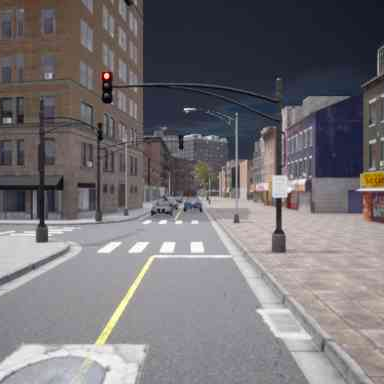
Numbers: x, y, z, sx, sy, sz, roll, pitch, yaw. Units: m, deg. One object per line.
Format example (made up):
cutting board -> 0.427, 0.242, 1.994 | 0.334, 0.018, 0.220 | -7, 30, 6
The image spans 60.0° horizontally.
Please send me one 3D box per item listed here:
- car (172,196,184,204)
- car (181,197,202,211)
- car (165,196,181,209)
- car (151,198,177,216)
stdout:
car -> -2.742, 1.558, 64.461 | 2.033, 1.411, 5.357 | 0, 0, 1
car -> 0.123, 1.353, 40.711 | 2.097, 1.767, 4.553 | 0, 0, 0
car -> -2.824, 1.357, 42.118 | 2.097, 1.767, 4.553 | 0, 0, 0
car -> -2.832, 1.563, 32.315 | 1.994, 1.385, 4.181 | 0, 0, 0
